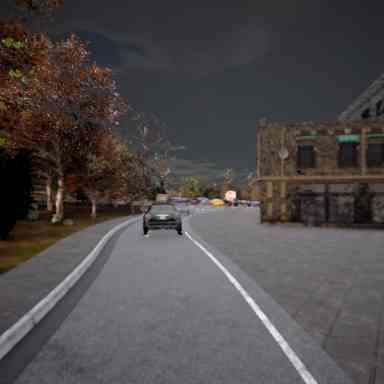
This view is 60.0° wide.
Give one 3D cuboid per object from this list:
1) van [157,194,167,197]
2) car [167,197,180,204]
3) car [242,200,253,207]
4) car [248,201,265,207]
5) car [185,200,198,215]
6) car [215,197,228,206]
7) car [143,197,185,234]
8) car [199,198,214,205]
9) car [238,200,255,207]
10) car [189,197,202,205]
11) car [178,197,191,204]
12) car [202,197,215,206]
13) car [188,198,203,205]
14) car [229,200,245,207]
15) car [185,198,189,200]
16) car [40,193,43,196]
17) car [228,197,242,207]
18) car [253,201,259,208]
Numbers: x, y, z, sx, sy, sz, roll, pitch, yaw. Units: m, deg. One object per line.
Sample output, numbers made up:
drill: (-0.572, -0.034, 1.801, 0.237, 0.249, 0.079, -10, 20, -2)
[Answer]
van: (-6.971, 1.504, 78.759, 1.878, 1.987, 4.442, 4, -1, -18)
car: (-4.489, 1.940, 79.699, 2.002, 1.452, 4.674, 4, -2, -18)
car: (10.329, 2.504, 70.751, 2.231, 1.521, 4.892, 3, -1, -18)
car: (16.828, 3.085, 86.615, 2.231, 1.521, 4.892, 3, -1, -18)
car: (-0.907, 1.832, 37.187, 1.895, 1.301, 4.718, 0, -1, 9)
car: (5.027, 2.186, 69.030, 2.097, 1.535, 5.008, 3, -1, -18)
car: (-1.704, 1.380, 19.560, 2.097, 1.767, 4.553, 0, 0, -4)
car: (3.516, 2.421, 82.492, 1.946, 1.575, 5.366, 3, -1, -18)
car: (14.055, 2.966, 85.715, 2.097, 1.535, 5.008, 3, -1, -18)
car: (-0.268, 1.866, 67.346, 2.163, 1.488, 4.792, 4, -2, -18)
car: (-1.845, 2.120, 80.558, 2.002, 1.452, 4.674, 4, -2, -18)
car: (2.385, 1.890, 68.211, 2.185, 1.767, 4.553, 4, -1, -18)
car: (0.912, 2.289, 81.481, 2.163, 1.488, 4.792, 4, -1, -18)
car: (11.404, 2.844, 84.854, 2.097, 1.535, 5.008, 3, -1, -18)
car: (-2.892, 1.686, 66.432, 2.163, 1.488, 4.792, 4, -2, -18)
car: (-32.683, 0.563, 70.230, 2.097, 1.535, 5.008, 4, -2, -18)
car: (7.682, 2.099, 69.929, 2.435, 2.045, 5.566, 3, -1, -18)
car: (12.975, 2.675, 71.586, 2.163, 1.488, 4.792, 3, -1, -18)
